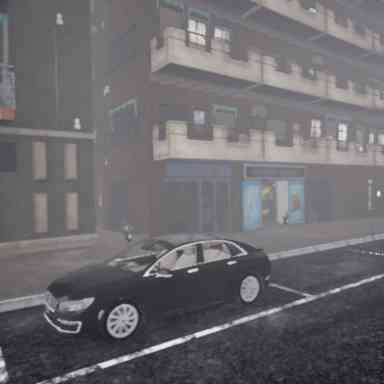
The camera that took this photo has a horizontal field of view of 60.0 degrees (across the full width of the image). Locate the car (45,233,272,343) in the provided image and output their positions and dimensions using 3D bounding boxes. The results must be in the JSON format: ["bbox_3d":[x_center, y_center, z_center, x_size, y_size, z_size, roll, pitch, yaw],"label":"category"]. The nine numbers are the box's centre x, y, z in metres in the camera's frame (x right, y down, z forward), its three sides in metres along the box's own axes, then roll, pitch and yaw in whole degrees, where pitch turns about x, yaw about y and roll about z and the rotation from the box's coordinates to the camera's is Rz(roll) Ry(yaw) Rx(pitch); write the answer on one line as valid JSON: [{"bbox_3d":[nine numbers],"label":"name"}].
[{"bbox_3d":[-0.388,1.508,6.268,4.403,1.369,2.008,-1,0,-35],"label":"car"}]
